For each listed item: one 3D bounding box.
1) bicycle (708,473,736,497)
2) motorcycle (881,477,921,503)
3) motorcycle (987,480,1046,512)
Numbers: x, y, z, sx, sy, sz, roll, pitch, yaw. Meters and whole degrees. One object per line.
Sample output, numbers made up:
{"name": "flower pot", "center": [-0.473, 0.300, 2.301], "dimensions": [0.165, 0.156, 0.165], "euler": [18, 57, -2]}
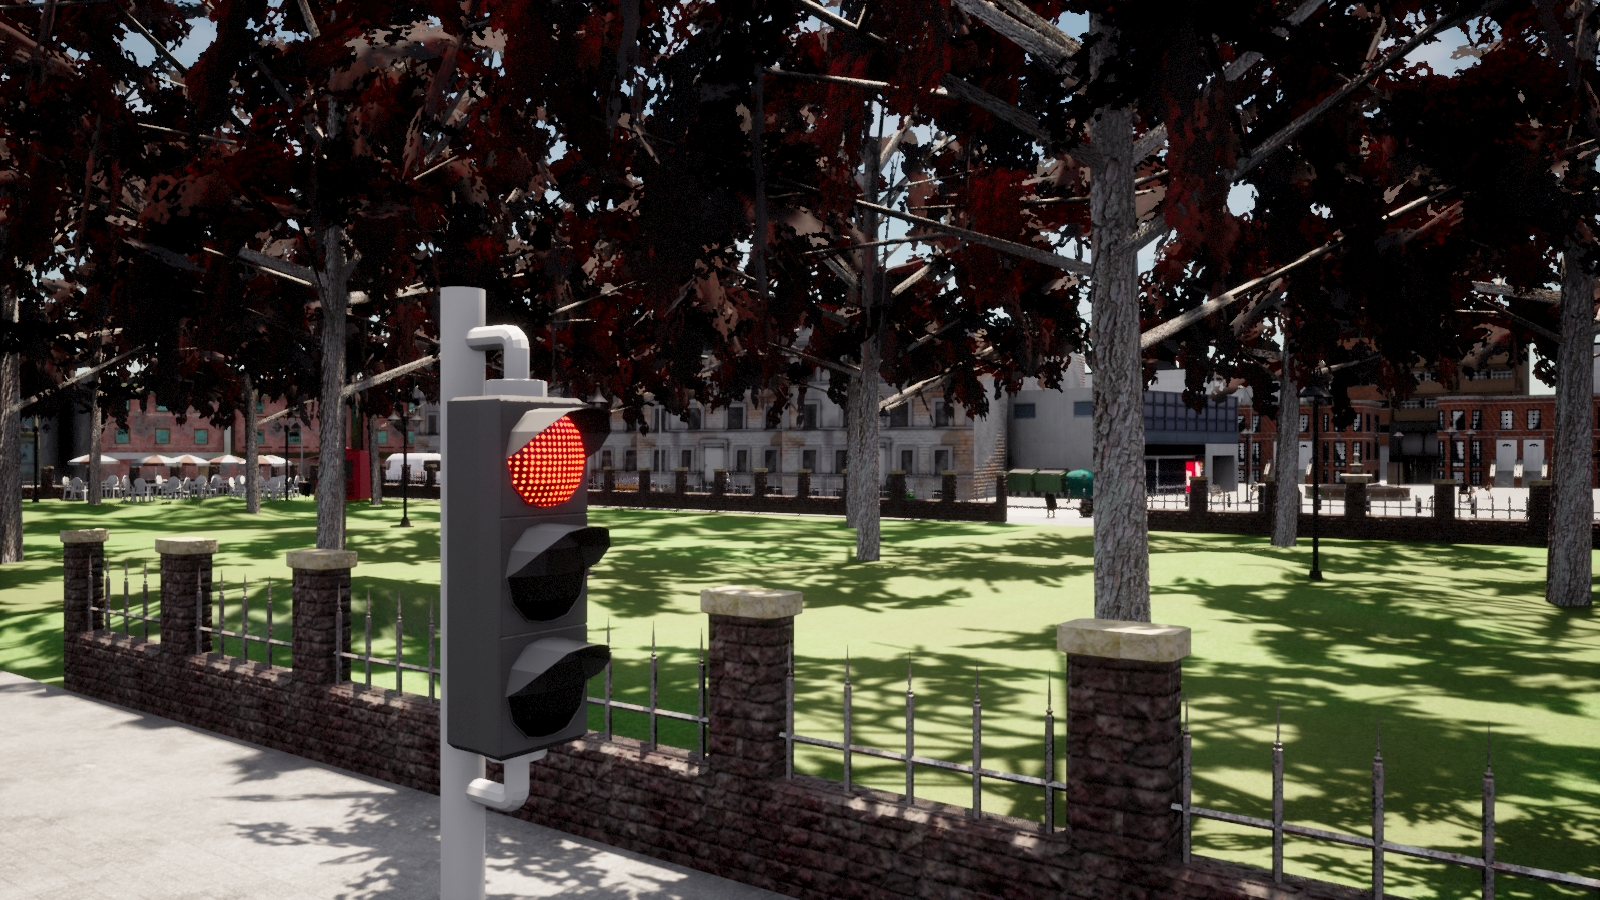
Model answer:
{"name": "bicycle", "center": [-4.345, 1.936, 63.523], "dimensions": [1.643, 1.296, 0.373], "euler": [-1, 0, 36]}
{"name": "motorcycle", "center": [5.002, 1.962, 56.698], "dimensions": [1.805, 1.236, 0.856], "euler": [0, 0, 36]}
{"name": "motorcycle", "center": [9.219, 1.950, 48.728], "dimensions": [2.356, 1.277, 0.764], "euler": [0, 0, 36]}
